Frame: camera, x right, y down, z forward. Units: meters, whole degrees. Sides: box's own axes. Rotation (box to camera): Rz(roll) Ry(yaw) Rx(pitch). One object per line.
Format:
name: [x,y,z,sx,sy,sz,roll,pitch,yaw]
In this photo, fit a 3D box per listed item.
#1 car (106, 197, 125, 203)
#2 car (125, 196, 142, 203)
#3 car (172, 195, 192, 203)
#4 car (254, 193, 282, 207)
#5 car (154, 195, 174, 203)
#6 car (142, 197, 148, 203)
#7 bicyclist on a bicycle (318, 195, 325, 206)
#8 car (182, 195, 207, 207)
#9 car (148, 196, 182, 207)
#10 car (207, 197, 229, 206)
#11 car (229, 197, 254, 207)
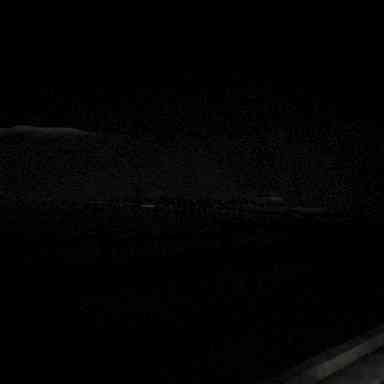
car: [-15.885,1.615,67.594,1.895,1.301,4.718,0,0,-35]
car: [-12.686,1.542,69.109,1.812,1.442,4.674,0,0,-35]
car: [-2.282,1.501,72.418,1.882,1.535,5.008,0,0,-35]
car: [11.675,1.244,52.736,2.150,2.045,5.566,0,0,-35]
car: [-6.085,1.499,71.740,1.882,1.535,5.008,0,0,-35]
car: [-9.777,1.614,70.905,1.895,1.301,4.718,0,0,-35]
bicyclist on a bicycle: [19.089,1.328,49.082,1.656,1.620,0.582,0,0,-35]
car: [-0.319,1.618,51.539,1.895,1.301,4.718,0,0,-35]
car: [-4.175,1.506,50.938,2.128,1.511,4.902,0,0,-35]
car: [2.966,1.566,52.950,2.033,1.411,5.357,0,0,-35]
car: [7.035,1.512,53.251,2.128,1.511,4.902,0,0,-35]
